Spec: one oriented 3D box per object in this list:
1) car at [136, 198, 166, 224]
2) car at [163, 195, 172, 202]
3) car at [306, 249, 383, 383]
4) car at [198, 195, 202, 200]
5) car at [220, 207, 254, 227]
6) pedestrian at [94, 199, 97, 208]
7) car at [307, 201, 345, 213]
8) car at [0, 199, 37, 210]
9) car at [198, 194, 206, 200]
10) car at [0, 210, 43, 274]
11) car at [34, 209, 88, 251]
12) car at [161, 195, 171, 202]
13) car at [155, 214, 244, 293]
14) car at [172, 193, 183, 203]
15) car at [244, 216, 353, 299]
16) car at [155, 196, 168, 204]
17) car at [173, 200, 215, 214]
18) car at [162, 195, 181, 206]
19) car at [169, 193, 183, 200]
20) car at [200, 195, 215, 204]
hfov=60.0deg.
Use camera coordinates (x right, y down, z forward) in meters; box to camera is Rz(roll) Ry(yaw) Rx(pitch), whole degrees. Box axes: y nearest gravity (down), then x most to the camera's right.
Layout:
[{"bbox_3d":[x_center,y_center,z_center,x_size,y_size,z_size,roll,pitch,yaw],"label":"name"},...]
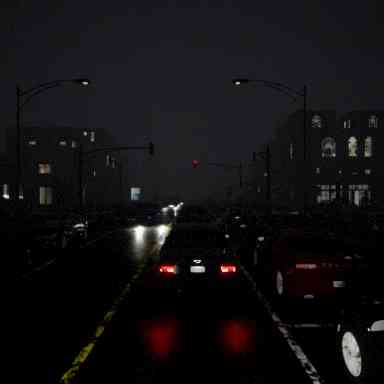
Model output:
[{"bbox_3d":[-3.151,1.480,25.067,1.882,1.535,5.008,1,0,-6],"label":"car"},{"bbox_3d":[-5.737,1.539,79.515,1.752,1.417,4.829,0,0,0],"label":"car"},{"bbox_3d":[2.692,1.551,2.601,2.008,1.369,4.403,0,0,0],"label":"car"},{"bbox_3d":[2.654,1.590,63.109,1.802,1.307,4.206,0,0,0],"label":"car"},{"bbox_3d":[2.681,1.553,19.677,2.008,1.369,4.403,0,0,0],"label":"car"},{"bbox_3d":[-12.579,1.415,43.203,0.375,1.300,0.375,0,-1,1],"label":"pedestrian"},{"bbox_3d":[14.787,1.653,37.261,4.181,1.385,1.994,0,0,1],"label":"car"},{"bbox_3d":[-18.548,1.445,34.553,4.674,1.442,1.812,0,0,1],"label":"car"},{"bbox_3d":[2.637,1.458,90.720,1.967,1.590,4.097,0,0,0],"label":"car"},{"bbox_3d":[-5.691,1.441,8.305,1.967,1.590,4.097,0,0,0],"label":"car"},{"bbox_3d":[-5.696,1.552,13.997,2.008,1.369,4.403,0,0,0],"label":"car"},{"bbox_3d":[-5.733,1.452,74.162,1.967,1.590,4.097,0,0,0],"label":"car"},{"bbox_3d":[0.098,1.548,8.976,2.033,1.411,5.357,0,0,0],"label":"car"},{"bbox_3d":[-3.046,1.236,72.122,2.150,2.045,5.566,0,0,0],"label":"car"},{"bbox_3d":[2.688,1.546,8.293,1.887,1.381,4.507,0,0,0],"label":"car"},{"bbox_3d":[-5.727,1.559,63.118,2.008,1.369,4.403,0,0,0],"label":"car"},{"bbox_3d":[0.087,1.480,19.441,1.882,1.535,5.008,0,0,0],"label":"car"},{"bbox_3d":[-3.141,1.532,51.114,1.812,1.442,4.674,0,0,1],"label":"car"},{"bbox_3d":[-3.105,1.500,61.466,2.128,1.511,4.902,0,0,0],"label":"car"},{"bbox_3d":[2.661,1.572,52.067,1.947,1.339,4.313,0,0,0],"label":"car"}]
